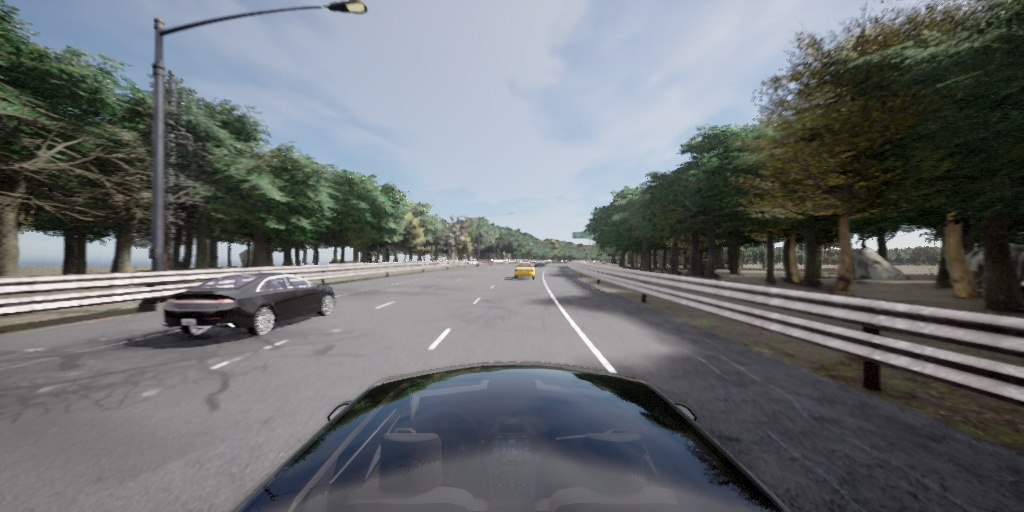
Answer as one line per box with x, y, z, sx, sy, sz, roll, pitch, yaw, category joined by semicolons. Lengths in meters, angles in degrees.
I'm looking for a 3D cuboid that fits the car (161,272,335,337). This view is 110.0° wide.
-6.889;1.204;10.136;2.128;1.511;4.902;0;0;1;car

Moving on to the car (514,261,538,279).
1.226;1.235;33.205;1.801;1.575;5.366;0;0;4;car
